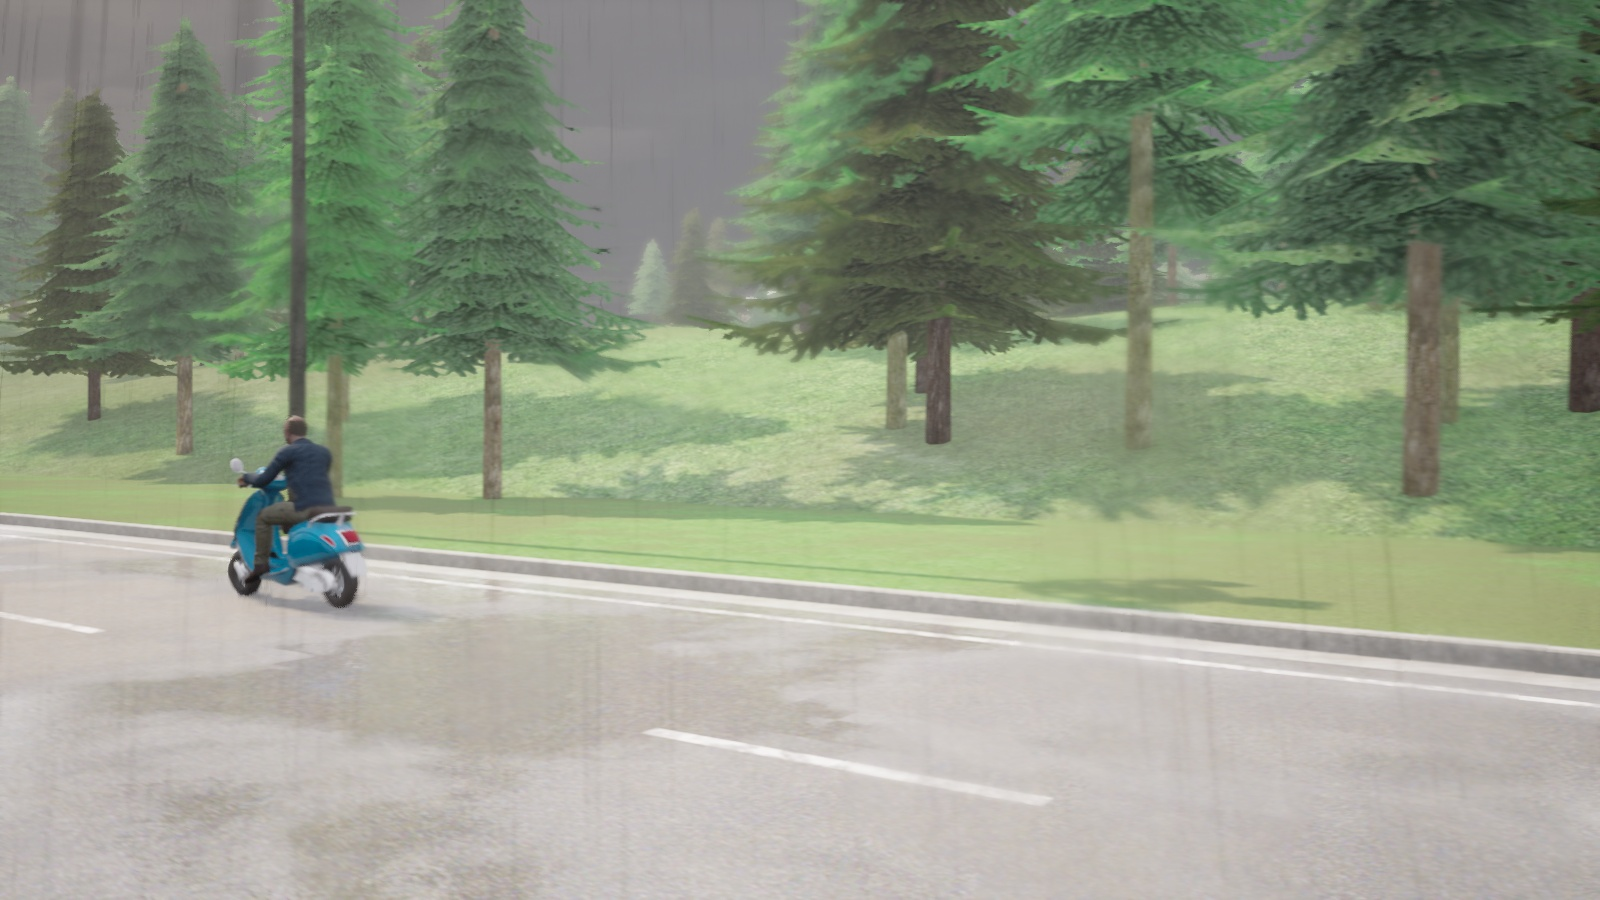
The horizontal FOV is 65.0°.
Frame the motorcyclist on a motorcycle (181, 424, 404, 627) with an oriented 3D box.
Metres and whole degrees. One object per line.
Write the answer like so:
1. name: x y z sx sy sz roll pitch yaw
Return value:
1. motorcyclist on a motorcycle: -4.343 0.588 10.710 1.817 1.590 0.866 0 1 34
